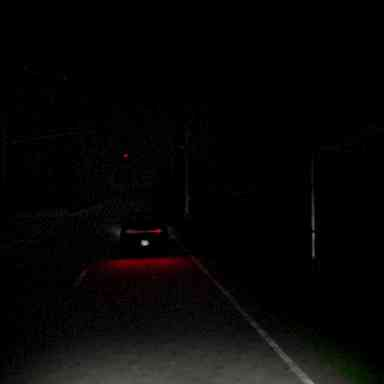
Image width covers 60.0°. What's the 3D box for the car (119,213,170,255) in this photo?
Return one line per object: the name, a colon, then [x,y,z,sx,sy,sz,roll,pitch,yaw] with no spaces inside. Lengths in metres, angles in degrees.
car: [-2.046,1.630,14.144,2.128,1.511,4.902,0,0,-9]
